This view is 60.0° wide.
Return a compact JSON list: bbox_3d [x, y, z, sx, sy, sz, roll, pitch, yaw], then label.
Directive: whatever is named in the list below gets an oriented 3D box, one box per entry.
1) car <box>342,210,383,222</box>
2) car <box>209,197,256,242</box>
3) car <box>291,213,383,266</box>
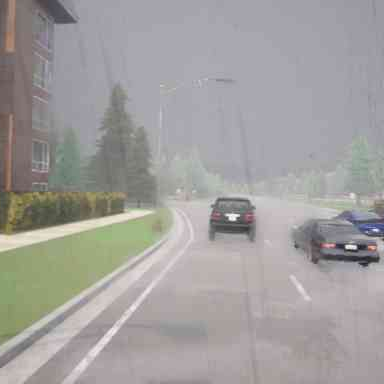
[{"bbox_3d":[9.334,1.740,18.796,1.882,1.535,5.008,2,0,7],"label":"car"},{"bbox_3d":[2.096,1.268,17.193,2.150,2.045,5.566,2,0,7],"label":"car"},{"bbox_3d":[5.017,1.686,12.351,2.033,1.411,5.357,2,0,7],"label":"car"}]
